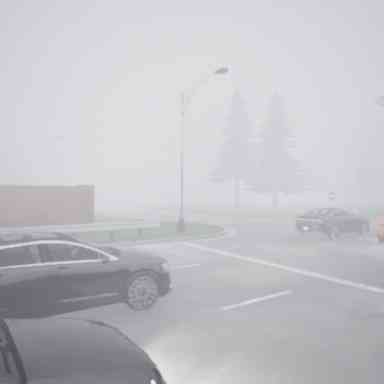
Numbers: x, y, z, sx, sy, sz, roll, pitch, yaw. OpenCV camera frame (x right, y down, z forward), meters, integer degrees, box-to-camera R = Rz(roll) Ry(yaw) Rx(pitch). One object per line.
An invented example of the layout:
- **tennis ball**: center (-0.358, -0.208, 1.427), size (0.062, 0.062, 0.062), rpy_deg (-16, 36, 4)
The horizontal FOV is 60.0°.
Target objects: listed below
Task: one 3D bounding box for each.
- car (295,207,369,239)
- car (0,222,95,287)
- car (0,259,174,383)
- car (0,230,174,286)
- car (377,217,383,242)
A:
- **car**: center (7.560, 1.576, 17.741), size (4.902, 1.511, 2.128), rpy_deg (0, 0, -35)
- **car**: center (-5.181, 1.605, 8.649), size (4.718, 1.301, 1.895), rpy_deg (0, 0, -36)
- **car**: center (-2.178, 1.561, 2.194), size (4.181, 1.385, 1.994), rpy_deg (0, 0, -36)
- **car**: center (-2.645, 1.498, 6.160), size (4.902, 1.511, 2.128), rpy_deg (0, 0, -36)
- **car**: center (10.801, 1.445, 15.754), size (4.553, 1.767, 2.097), rpy_deg (0, 0, -35)
